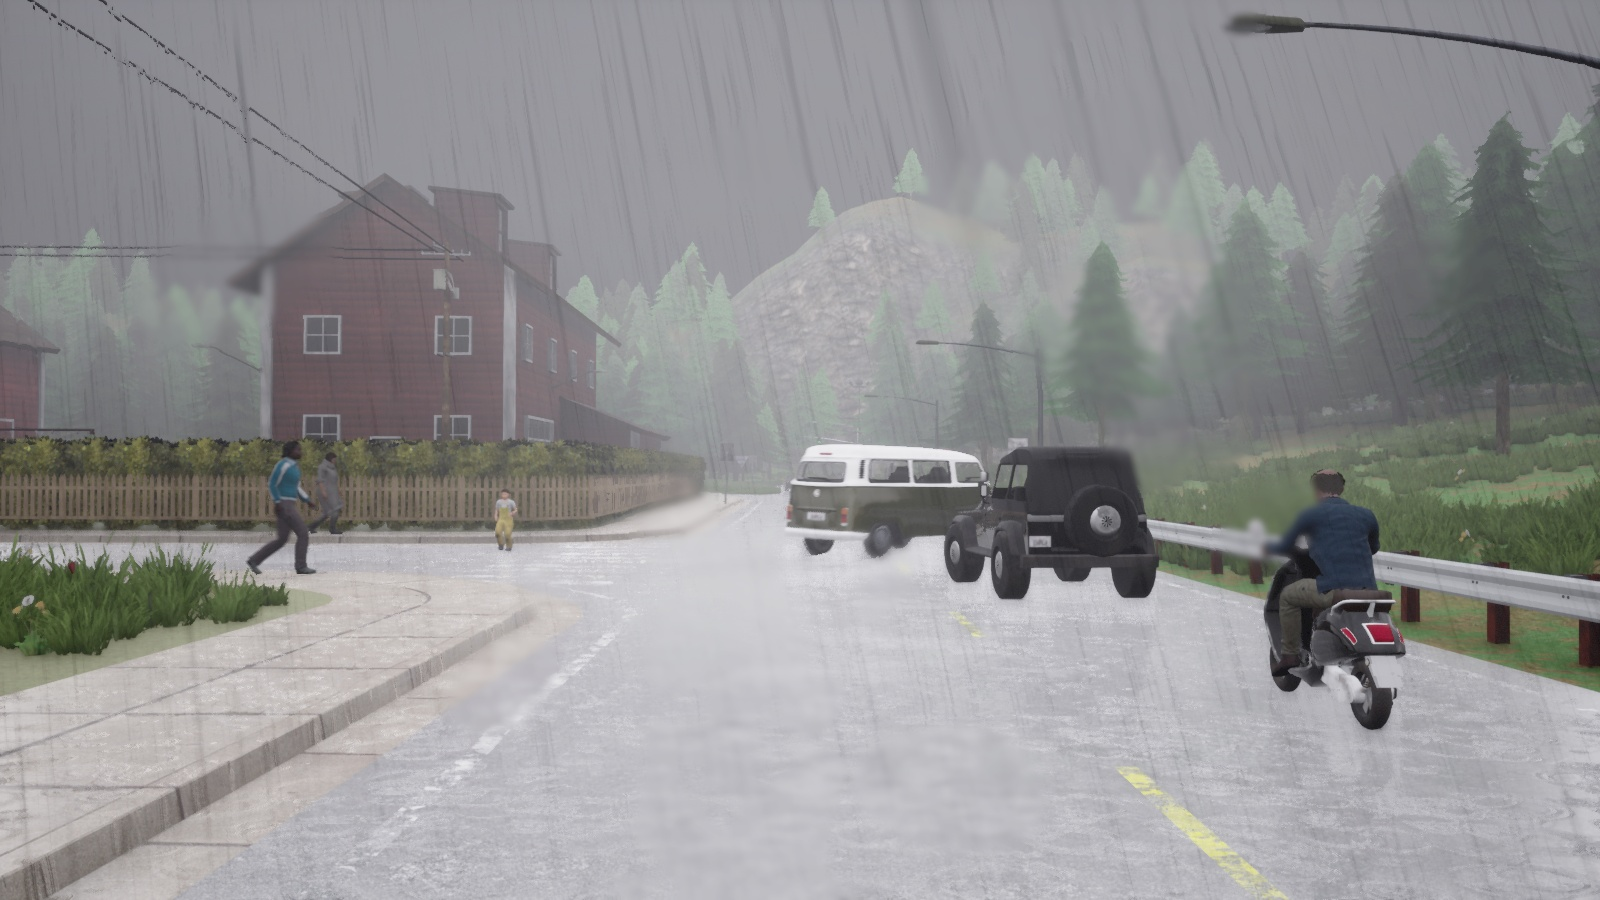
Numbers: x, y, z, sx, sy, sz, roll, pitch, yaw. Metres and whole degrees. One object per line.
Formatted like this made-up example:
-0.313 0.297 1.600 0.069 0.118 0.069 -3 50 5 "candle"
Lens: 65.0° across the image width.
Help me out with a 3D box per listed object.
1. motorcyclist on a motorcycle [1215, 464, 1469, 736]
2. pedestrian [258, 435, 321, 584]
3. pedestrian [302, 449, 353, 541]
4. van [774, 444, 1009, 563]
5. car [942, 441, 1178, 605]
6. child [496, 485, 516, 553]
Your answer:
3.479 0.893 8.270 0.866 1.590 1.817 0 -1 0 "motorcyclist on a motorcycle"
-6.736 0.775 16.593 0.692 1.930 0.396 0 -1 -9 "pedestrian"
-10.212 0.966 27.175 0.873 1.952 0.659 0 -1 -2 "pedestrian"
1.821 0.929 23.806 2.069 2.038 4.480 0 0 43 "van"
3.249 0.874 16.502 1.905 1.878 3.866 0 -1 -7 "car"
-5.560 1.300 23.749 0.270 1.263 0.437 0 -1 2 "child"
